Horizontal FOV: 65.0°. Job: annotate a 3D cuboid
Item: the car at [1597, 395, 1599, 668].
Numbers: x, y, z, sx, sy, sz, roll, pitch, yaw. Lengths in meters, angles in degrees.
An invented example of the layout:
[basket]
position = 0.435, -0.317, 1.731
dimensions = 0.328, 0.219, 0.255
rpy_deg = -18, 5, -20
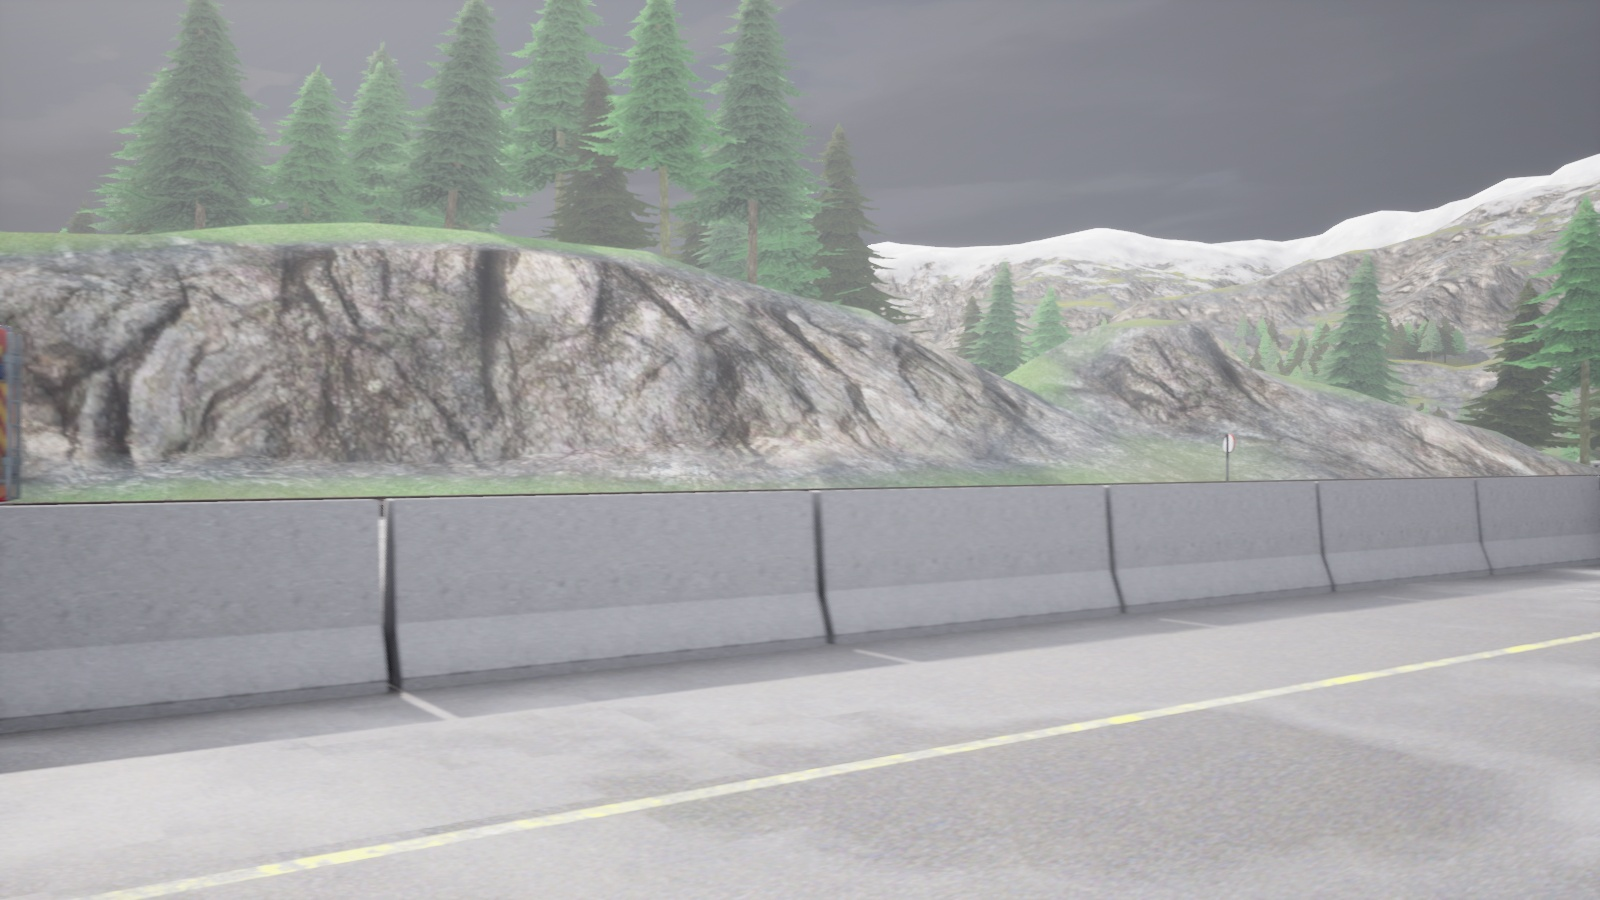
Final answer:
[car]
position = 7.619, 0.548, 8.961
dimensions = 3.866, 1.878, 1.905
rpy_deg = 0, 0, -35
